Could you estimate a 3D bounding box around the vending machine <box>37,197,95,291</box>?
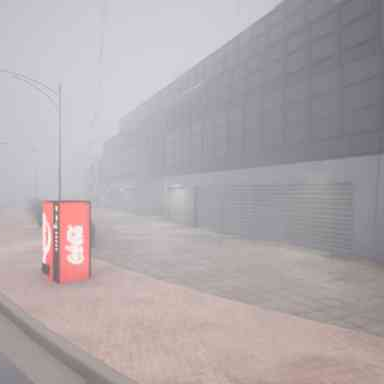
[{"bbox_3d":[-3.113,1.195,8.241,1.100,2.100,0.880,0,0,-41],"label":"vending machine"}]
